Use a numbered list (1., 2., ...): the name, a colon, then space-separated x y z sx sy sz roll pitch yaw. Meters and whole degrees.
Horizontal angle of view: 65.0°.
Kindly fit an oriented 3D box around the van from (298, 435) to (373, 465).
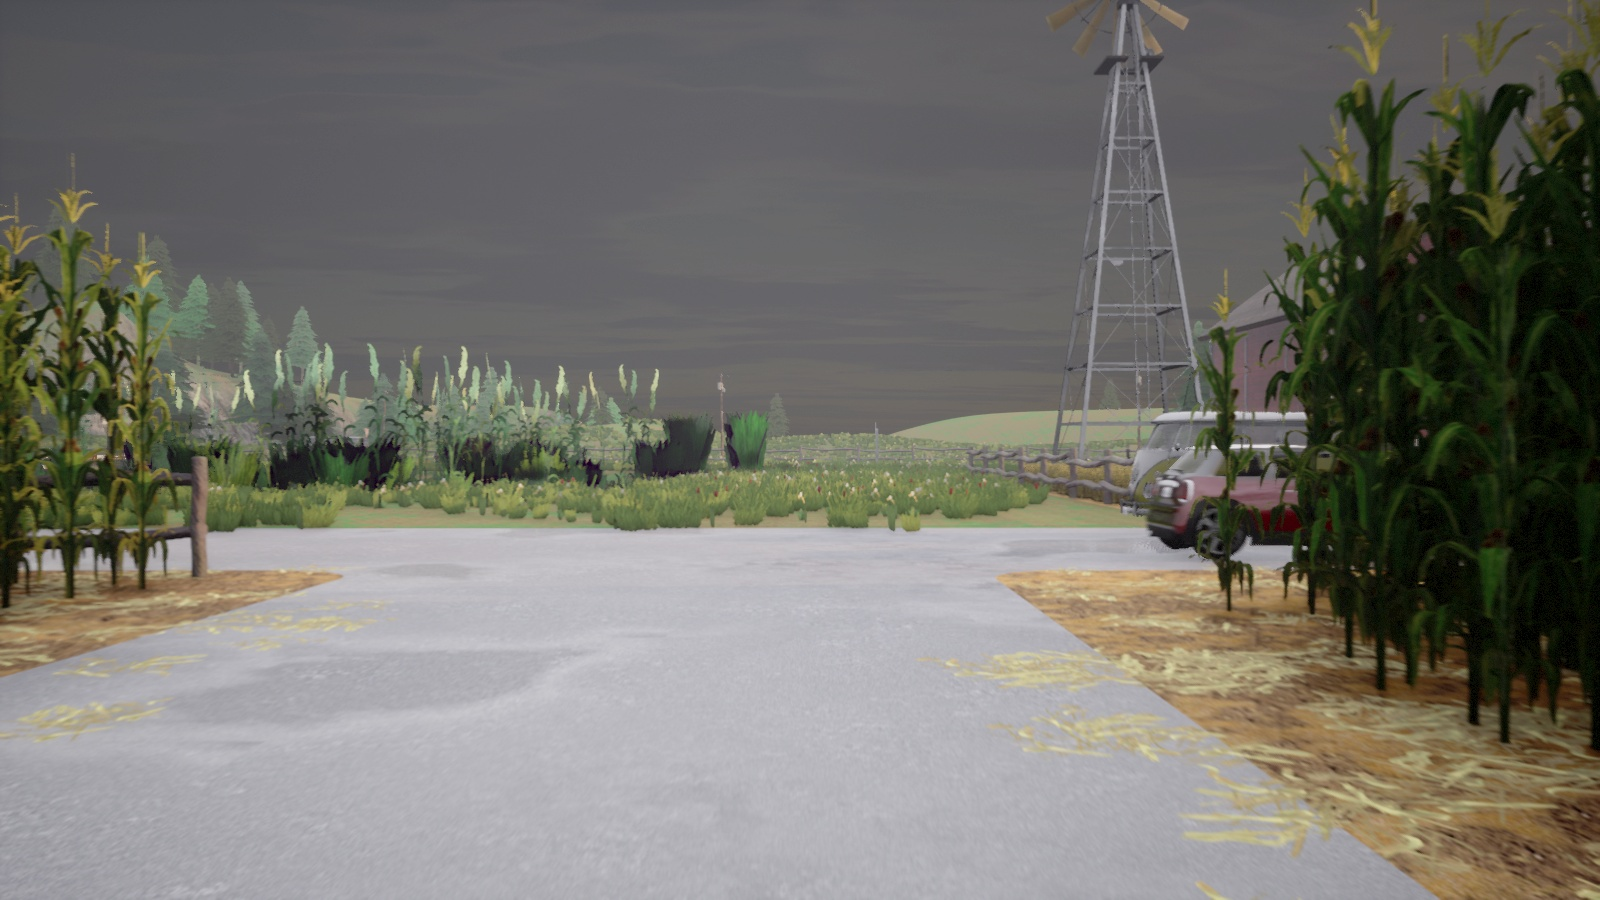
1. van: -31.410 -0.005 84.916 4.442 1.987 1.775 0 0 6

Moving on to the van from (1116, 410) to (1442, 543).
1. van: 7.428 0.395 19.778 4.442 1.987 1.775 0 0 0

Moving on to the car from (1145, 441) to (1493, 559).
1. car: 6.757 0.623 16.681 3.806 1.475 1.970 0 0 0
